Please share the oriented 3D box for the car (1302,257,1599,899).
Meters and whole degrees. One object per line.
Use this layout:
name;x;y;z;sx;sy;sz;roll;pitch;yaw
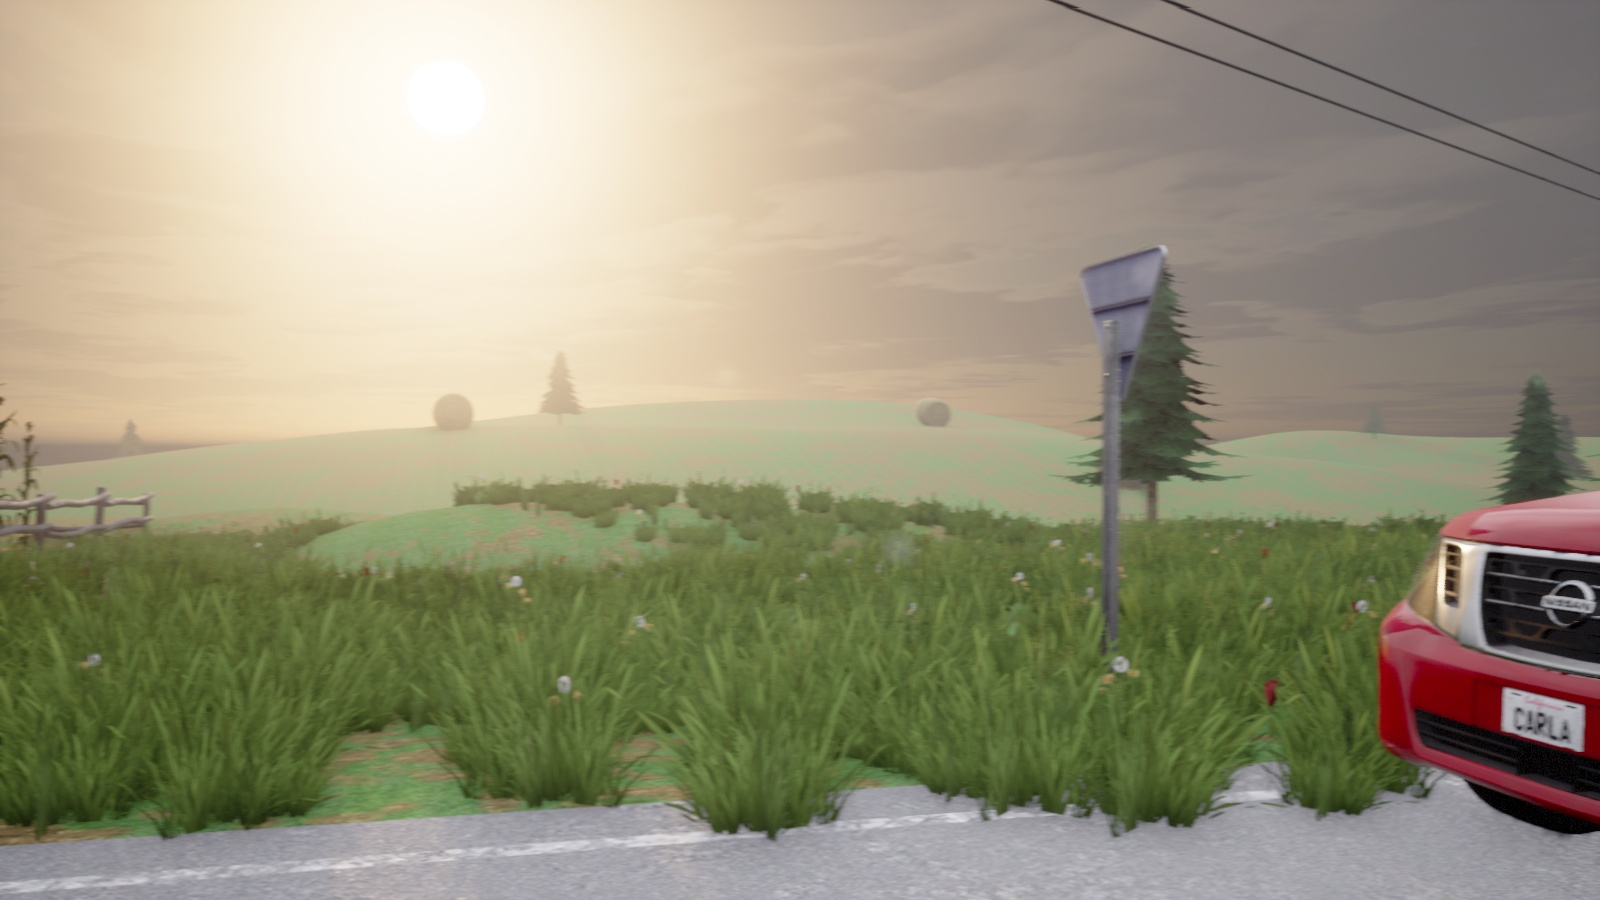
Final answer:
car;4.930;0.469;4.591;5.566;2.045;2.150;0;0;-15
